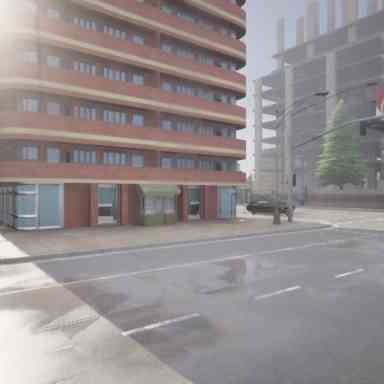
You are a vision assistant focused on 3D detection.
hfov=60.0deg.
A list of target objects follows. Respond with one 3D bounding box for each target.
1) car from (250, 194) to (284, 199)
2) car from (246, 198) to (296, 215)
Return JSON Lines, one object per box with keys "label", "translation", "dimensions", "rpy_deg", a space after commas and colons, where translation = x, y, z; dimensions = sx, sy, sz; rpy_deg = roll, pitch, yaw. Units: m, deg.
{"label": "car", "translation": [8.774, 1.222, 37.025], "dimensions": [2.150, 2.045, 5.566], "rpy_deg": [0, 0, -36]}
{"label": "car", "translation": [7.619, 1.601, 32.681], "dimensions": [1.895, 1.301, 4.718], "rpy_deg": [0, 0, -36]}
